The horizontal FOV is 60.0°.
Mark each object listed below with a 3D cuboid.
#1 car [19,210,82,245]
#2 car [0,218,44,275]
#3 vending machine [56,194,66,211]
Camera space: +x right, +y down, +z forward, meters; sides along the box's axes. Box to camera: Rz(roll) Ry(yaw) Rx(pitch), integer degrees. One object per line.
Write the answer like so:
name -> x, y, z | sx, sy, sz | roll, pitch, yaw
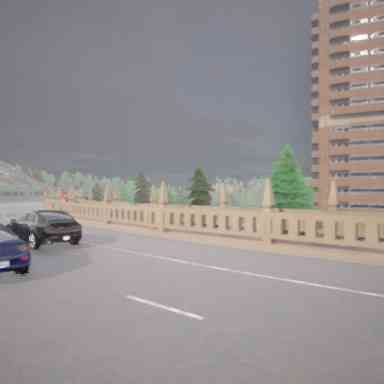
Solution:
car -> -6.613, 1.541, 14.681 | 4.892, 1.490, 1.837 | 0, 0, 45
car -> -6.171, 1.545, 9.407 | 4.674, 1.442, 1.812 | 0, 0, 43
vending machine -> -16.626, 1.301, 42.289 | 1.100, 2.100, 0.880 | 0, 0, -25
